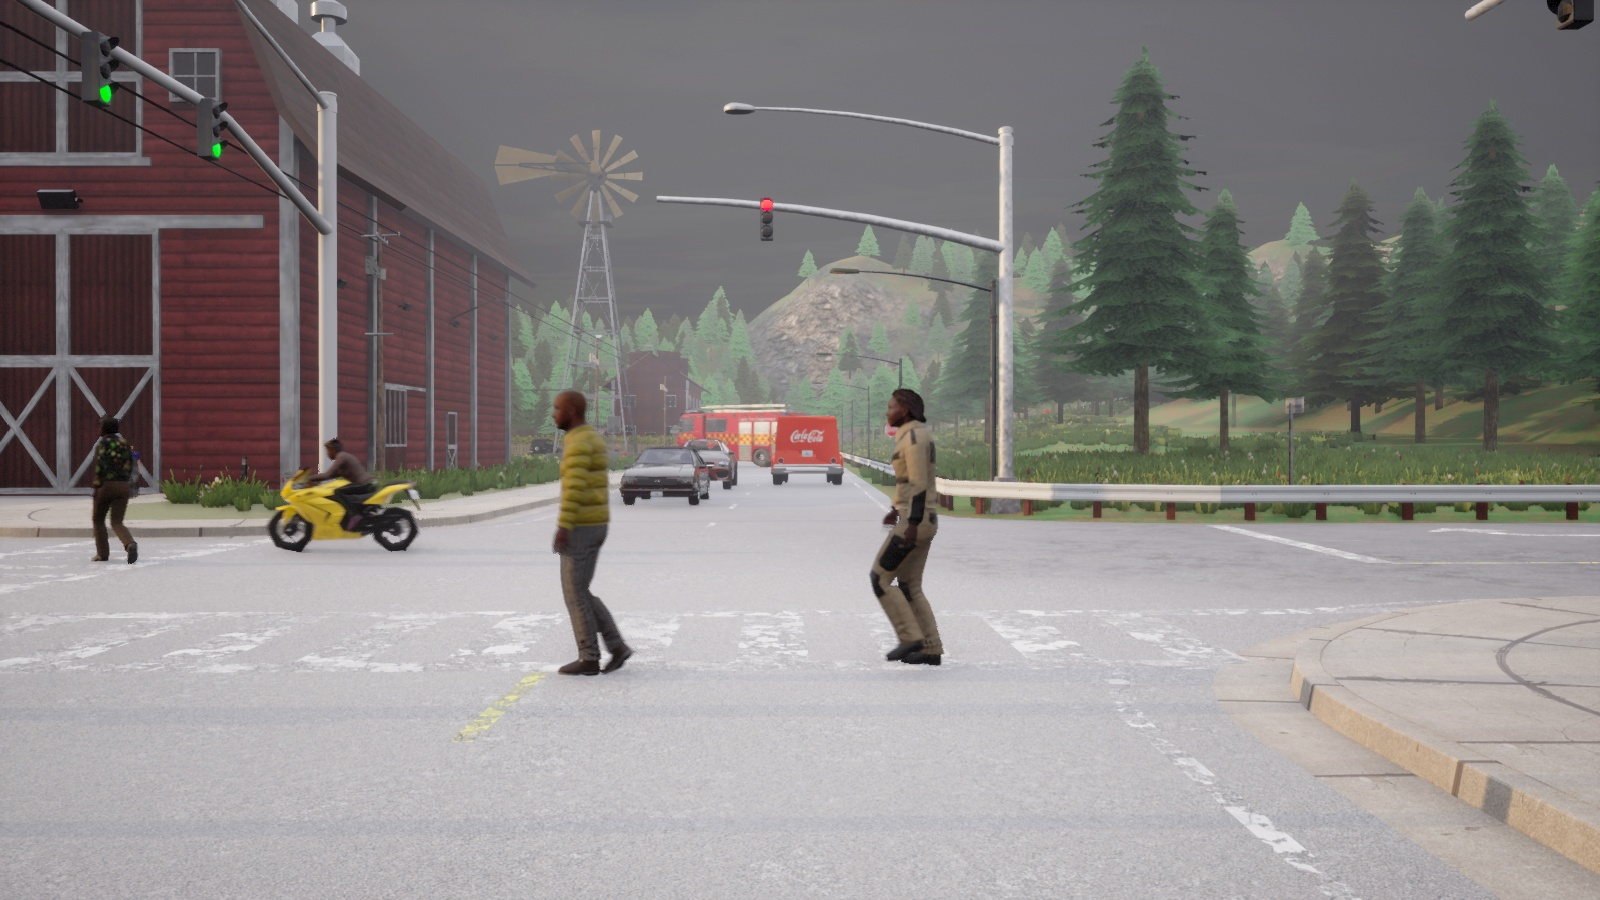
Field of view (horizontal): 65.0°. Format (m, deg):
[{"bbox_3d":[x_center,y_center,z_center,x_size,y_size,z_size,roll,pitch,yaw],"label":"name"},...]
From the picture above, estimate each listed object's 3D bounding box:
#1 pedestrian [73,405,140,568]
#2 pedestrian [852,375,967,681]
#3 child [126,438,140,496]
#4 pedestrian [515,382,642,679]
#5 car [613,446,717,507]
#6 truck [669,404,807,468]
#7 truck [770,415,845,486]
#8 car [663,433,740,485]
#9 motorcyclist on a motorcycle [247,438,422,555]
[{"bbox_3d":[-8.412,0.429,15.235,0.692,1.930,0.395,0,0,29],"label":"pedestrian"},{"bbox_3d":[0.721,0.489,8.192,0.692,1.930,0.396,0,0,14],"label":"pedestrian"},{"bbox_3d":[-14.654,0.373,27.575,0.270,1.263,0.437,0,0,-29],"label":"child"},{"bbox_3d":[-1.393,0.495,7.949,0.726,1.835,0.370,0,0,3],"label":"pedestrian"},{"bbox_3d":[-3.308,0.611,31.870,2.033,1.411,5.357,0,0,0],"label":"car"},{"bbox_3d":[-3.926,-0.864,78.383,8.468,3.827,2.891,0,0,32],"label":"truck"},{"bbox_3d":[0.272,-0.002,46.388,2.627,2.467,5.204,0,0,0],"label":"truck"},{"bbox_3d":[-3.251,0.283,42.350,2.152,1.651,5.027,0,0,0],"label":"car"},{"bbox_3d":[-6.203,0.607,16.821,2.044,1.523,0.797,0,0,-1],"label":"motorcyclist on a motorcycle"}]
